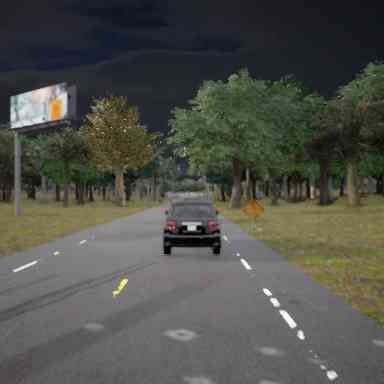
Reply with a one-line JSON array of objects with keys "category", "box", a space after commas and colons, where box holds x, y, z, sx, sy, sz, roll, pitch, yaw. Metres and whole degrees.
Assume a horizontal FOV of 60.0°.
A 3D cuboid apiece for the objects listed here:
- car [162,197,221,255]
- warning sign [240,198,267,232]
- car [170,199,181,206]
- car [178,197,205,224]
[{"category": "car", "box": [-0.003, 1.348, 14.024, 2.150, 2.045, 5.566, 0, 0, 0]}, {"category": "warning sign", "box": [3.525, 1.293, 19.097, 1.300, 1.860, 1.060, -1, -2, 0]}, {"category": "car", "box": [-3.525, 2.164, 71.794, 1.994, 1.385, 4.181, 0, 0, 0]}, {"category": "car", "box": [-0.009, 1.485, 29.014, 2.150, 2.045, 5.566, 0, 0, 0]}]
